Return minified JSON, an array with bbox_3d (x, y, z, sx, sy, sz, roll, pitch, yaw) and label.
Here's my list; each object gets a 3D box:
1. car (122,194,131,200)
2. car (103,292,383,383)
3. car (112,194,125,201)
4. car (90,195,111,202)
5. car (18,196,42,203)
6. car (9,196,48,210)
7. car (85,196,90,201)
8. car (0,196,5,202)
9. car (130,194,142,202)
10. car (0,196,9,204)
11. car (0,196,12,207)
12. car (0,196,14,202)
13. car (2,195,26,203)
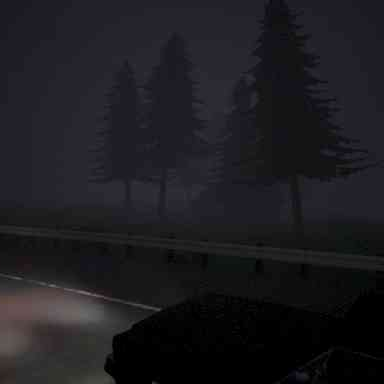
[{"bbox_3d":[-17.755,1.355,90.355,2.097,1.767,4.553,0,0,-9],"label":"car"},{"bbox_3d":[1.462,1.601,2.725,4.718,1.301,1.895,0,0,35],"label":"car"},{"bbox_3d":[-17.100,1.540,80.118,2.033,1.411,5.357,0,0,-1],"label":"car"},{"bbox_3d":[-20.682,1.540,75.636,2.033,1.411,5.357,0,0,2],"label":"car"},{"bbox_3d":[-35.012,1.540,72.020,2.033,1.411,5.357,0,0,6],"label":"car"},{"bbox_3d":[-20.592,1.525,42.808,1.812,1.442,4.674,0,0,17],"label":"car"},{"bbox_3d":[-24.105,1.595,79.981,1.895,1.301,4.718,0,0,-1],"label":"car"},{"bbox_3d":[-45.192,1.552,76.366,1.994,1.385,4.181,0,0,6],"label":"car"},{"bbox_3d":[-13.607,1.524,79.058,1.812,1.442,4.674,0,0,-1],"label":"car"},{"bbox_3d":[-36.960,1.525,61.903,2.128,1.511,4.902,0,0,17],"label":"car"},{"bbox_3d":[-24.304,1.506,42.617,1.837,1.490,4.892,0,0,17],"label":"car"},{"bbox_3d":[-41.872,1.595,73.841,1.895,1.301,4.718,0,0,6],"label":"car"},{"bbox_3d":[-38.538,1.525,72.126,2.128,1.511,4.902,0,0,10],"label":"car"}]
